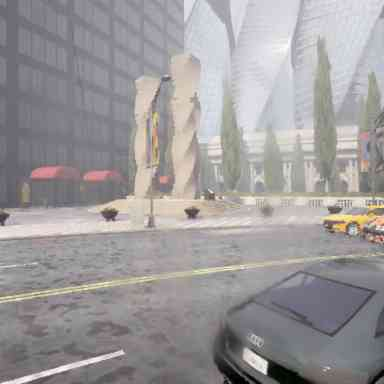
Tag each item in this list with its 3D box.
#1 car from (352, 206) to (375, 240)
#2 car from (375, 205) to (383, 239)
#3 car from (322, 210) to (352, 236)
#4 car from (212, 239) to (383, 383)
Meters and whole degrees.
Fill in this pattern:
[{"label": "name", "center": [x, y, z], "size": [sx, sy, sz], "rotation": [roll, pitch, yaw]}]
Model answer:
[{"label": "car", "center": [9.751, 1.350, 14.336], "size": [4.553, 1.767, 2.097], "rotation": [0, 0, -10]}, {"label": "car", "center": [9.026, 1.220, 10.538], "size": [5.566, 2.045, 2.150], "rotation": [0, 0, -15]}, {"label": "car", "center": [9.528, 1.474, 17.877], "size": [5.008, 1.535, 1.882], "rotation": [0, 0, -10]}, {"label": "car", "center": [2.332, 1.562, 4.126], "size": [4.181, 1.385, 1.994], "rotation": [0, 0, -30]}]
